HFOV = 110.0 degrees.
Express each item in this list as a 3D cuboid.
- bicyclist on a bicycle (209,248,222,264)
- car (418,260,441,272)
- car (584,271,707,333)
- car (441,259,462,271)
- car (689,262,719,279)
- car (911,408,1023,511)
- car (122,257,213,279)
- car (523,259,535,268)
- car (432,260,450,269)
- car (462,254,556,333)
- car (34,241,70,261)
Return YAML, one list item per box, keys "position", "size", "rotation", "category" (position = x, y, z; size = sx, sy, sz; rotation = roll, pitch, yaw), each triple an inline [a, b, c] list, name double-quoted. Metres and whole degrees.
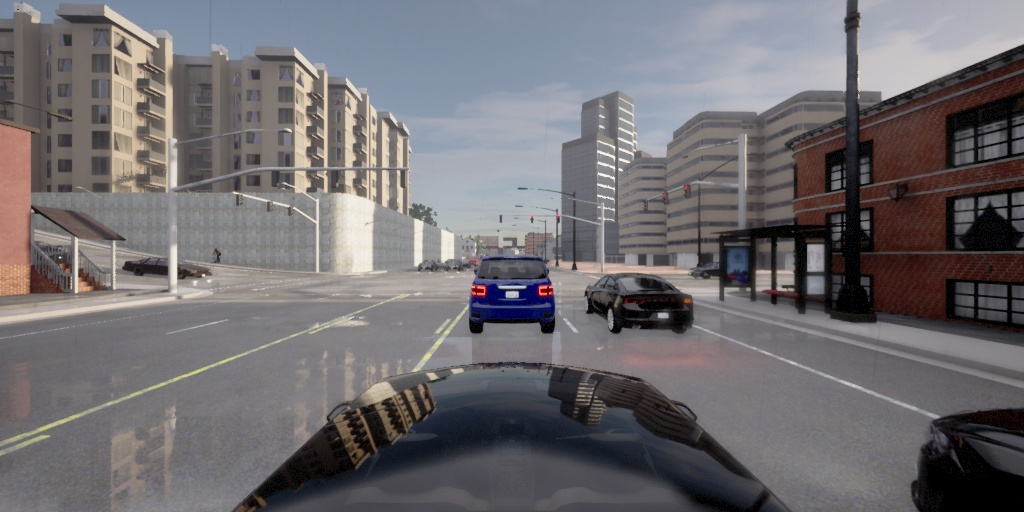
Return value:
- position: [-31.062, 0.024, 37.673]
  size: [0.582, 1.620, 1.656]
  rotation: [6, 0, 0]
  category: "bicyclist on a bicycle"
- position: [-11.004, 1.235, 47.215]
  size: [2.128, 1.511, 4.902]
  rotation: [0, 0, 0]
  category: "car"
- position: [3.496, 1.226, 10.782]
  size: [1.882, 1.535, 5.008]
  rotation: [0, 0, 0]
  category: "car"
- position: [-7.507, 1.235, 47.317]
  size: [2.128, 1.511, 4.902]
  rotation: [0, 0, 0]
  category: "car"
- position: [17.849, 1.237, 30.970]
  size: [4.902, 1.511, 2.128]
  rotation: [0, 0, -1]
  category: "car"
- position: [3.608, 1.240, 0.334]
  size: [2.128, 1.511, 4.902]
  rotation: [0, 0, 0]
  category: "car"
- position: [-25.624, 0.833, 26.730]
  size: [5.357, 1.411, 2.033]
  rotation: [5, 0, -1]
  category: "car"
- position: [3.036, 1.267, 63.702]
  size: [1.812, 1.442, 4.674]
  rotation: [0, 0, 0]
  category: "car"
- position: [-11.088, 1.343, 56.479]
  size: [1.895, 1.301, 4.718]
  rotation: [0, 0, 0]
  category: "car"
- position: [-0.005, 0.970, 10.843]
  size: [2.150, 2.045, 5.566]
  rotation: [0, 0, 0]
  category: "car"
- position: [-35.474, -0.395, 26.610]
  size: [4.181, 1.385, 1.994]
  rotation: [10, 0, -1]
  category: "car"
